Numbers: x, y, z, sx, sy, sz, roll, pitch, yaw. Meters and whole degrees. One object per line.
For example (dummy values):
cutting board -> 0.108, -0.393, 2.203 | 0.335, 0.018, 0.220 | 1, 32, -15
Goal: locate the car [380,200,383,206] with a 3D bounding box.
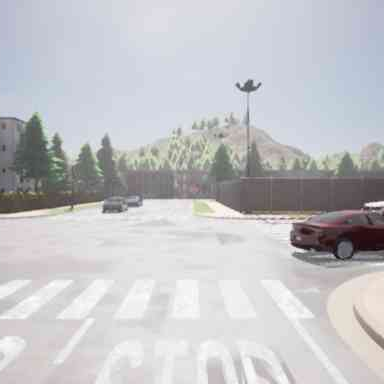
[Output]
car -> 13.896, 1.356, 18.918 | 5.008, 1.535, 1.882 | 0, 0, 0

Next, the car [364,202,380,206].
car -> 14.418, 1.077, 22.414 | 5.566, 2.045, 2.150 | 0, 0, 0

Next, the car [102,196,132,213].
car -> -7.733, 1.271, 33.846 | 1.837, 1.490, 4.892 | 0, 0, 0

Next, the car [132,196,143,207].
car -> -7.732, 1.246, 44.496 | 2.033, 1.411, 5.357 | 0, 0, 0

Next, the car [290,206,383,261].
car -> 5.970, 1.401, 11.824 | 5.008, 1.535, 1.882 | 0, -1, -16
